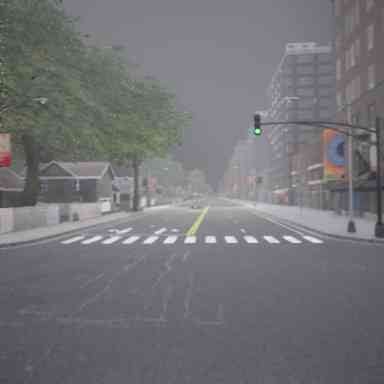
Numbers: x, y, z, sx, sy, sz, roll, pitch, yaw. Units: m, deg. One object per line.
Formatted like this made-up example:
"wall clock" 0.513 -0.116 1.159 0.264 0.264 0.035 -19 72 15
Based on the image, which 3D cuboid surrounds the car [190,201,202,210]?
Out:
"car" 0.715 2.246 55.434 2.128 1.511 4.902 -1 0 4
